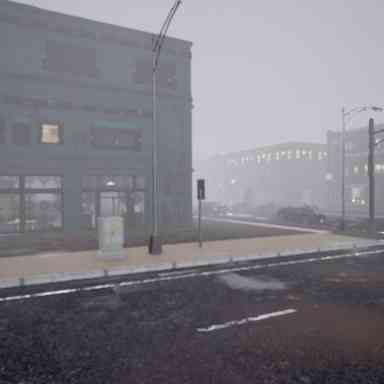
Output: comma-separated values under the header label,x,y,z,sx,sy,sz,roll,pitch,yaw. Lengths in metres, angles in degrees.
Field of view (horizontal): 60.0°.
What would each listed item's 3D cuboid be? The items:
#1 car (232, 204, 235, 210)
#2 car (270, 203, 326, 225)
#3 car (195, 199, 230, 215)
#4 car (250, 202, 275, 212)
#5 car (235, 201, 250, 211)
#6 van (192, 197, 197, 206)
label,x,y,z,sx,sy,sz,roll,pitch,yaw
car,3.219,1.990,43.368,1.994,1.385,4.181,-1,0,-27
car,8.682,1.827,26.765,1.947,1.339,4.313,-1,0,-27
car,2.447,1.853,39.164,1.967,1.590,4.097,-1,0,-27
car,9.904,1.920,42.995,1.802,1.307,4.206,-1,0,-27
car,7.375,1.979,47.918,1.802,1.307,4.206,-1,0,-27
van,-0.218,1.913,62.690,1.690,1.788,3.998,-1,0,-27
